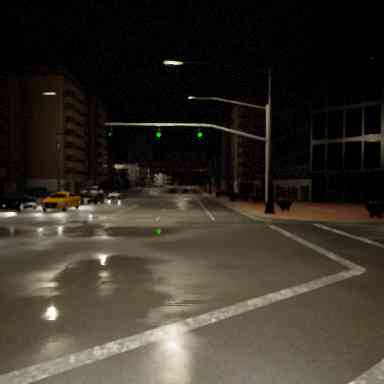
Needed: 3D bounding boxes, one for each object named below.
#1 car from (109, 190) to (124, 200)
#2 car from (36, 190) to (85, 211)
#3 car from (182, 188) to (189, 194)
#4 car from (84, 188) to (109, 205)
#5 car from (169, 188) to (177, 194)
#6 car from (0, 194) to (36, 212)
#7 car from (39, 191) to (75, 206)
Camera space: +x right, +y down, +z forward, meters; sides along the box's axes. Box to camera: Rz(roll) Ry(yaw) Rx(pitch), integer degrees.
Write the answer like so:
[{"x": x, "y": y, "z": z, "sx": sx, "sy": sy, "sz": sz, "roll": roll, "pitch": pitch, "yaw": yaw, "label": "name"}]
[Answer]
[{"x": -11.564, "y": 0.495, "z": 50.718, "sx": 1.812, "sy": 1.442, "sz": 4.674, "roll": 0, "pitch": 1, "yaw": -1, "label": "car"}, {"x": -11.159, "y": 0.770, "z": 28.589, "sx": 1.882, "sy": 1.535, "sz": 5.008, "roll": 0, "pitch": 1, "yaw": -1, "label": "car"}, {"x": -1.825, "y": -0.224, "z": 92.767, "sx": 2.128, "sy": 1.511, "sz": 4.902, "roll": 0, "pitch": 2, "yaw": -1, "label": "car"}, {"x": -11.340, "y": 0.634, "z": 37.852, "sx": 2.128, "sy": 1.511, "sz": 4.902, "roll": 0, "pitch": 1, "yaw": -1, "label": "car"}, {"x": -5.323, "y": -0.398, "z": 92.662, "sx": 2.097, "sy": 1.767, "sz": 4.553, "roll": 0, "pitch": 2, "yaw": -1, "label": "car"}, {"x": -14.646, "y": 0.859, "z": 27.903, "sx": 1.994, "sy": 1.385, "sz": 4.181, "roll": 0, "pitch": 1, "yaw": -1, "label": "car"}, {"x": -14.822, "y": 0.642, "z": 36.821, "sx": 2.128, "sy": 1.511, "sz": 4.902, "roll": 0, "pitch": 1, "yaw": -1, "label": "car"}]
